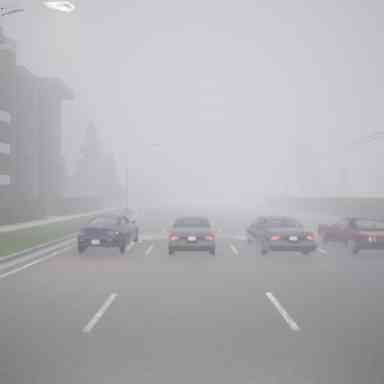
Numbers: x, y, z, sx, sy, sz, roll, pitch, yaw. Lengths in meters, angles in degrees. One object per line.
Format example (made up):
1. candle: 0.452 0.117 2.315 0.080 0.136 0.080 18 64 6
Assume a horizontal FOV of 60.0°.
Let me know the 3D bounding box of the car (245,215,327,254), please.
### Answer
1. car: 3.496 1.679 13.987 2.033 1.411 5.357 0 -1 0

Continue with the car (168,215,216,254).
1. car: -0.004 1.679 13.985 2.033 1.411 5.357 0 -1 0

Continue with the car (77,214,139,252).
1. car: -3.501 1.661 14.383 1.812 1.442 4.674 0 0 0

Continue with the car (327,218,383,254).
1. car: 6.997 1.733 14.104 1.895 1.301 4.718 0 0 0
